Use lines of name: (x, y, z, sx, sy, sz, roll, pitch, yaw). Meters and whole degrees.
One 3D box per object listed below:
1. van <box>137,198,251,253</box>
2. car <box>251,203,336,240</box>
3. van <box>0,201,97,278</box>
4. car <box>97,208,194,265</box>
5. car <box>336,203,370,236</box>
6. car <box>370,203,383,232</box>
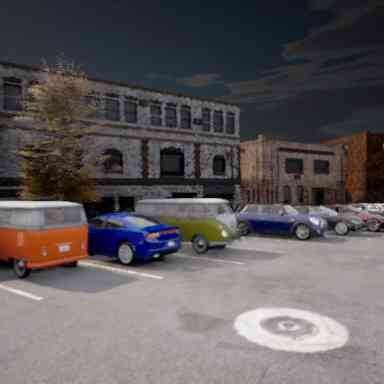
van: (-0.189, 1.254, 13.326, 4.442, 1.987, 1.878, -1, -1, 35)
car: (4.467, 1.358, 16.814, 4.553, 1.767, 2.185, -1, -1, 35)
van: (-5.164, 1.261, 10.045, 4.442, 1.987, 1.878, -1, 0, 35)
car: (-2.671, 1.482, 11.677, 5.008, 1.535, 2.097, -1, 0, 35)
car: (6.877, 1.486, 18.499, 4.892, 1.521, 2.231, -1, -1, 35)
car: (9.296, 1.518, 20.182, 4.792, 1.488, 2.163, -1, -1, 35)
